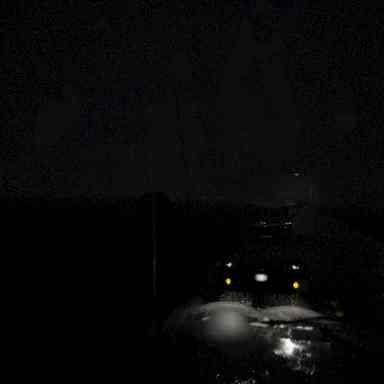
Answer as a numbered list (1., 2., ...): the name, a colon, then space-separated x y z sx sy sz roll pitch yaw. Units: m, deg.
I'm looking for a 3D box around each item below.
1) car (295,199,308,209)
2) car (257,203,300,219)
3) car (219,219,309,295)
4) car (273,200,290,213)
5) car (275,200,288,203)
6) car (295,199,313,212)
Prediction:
1. car: 17.425 1.885 53.088 1.837 1.490 4.892 -1 -1 16
2. car: 4.953 1.641 19.494 2.128 1.511 4.902 -1 -1 16
3. car: 2.024 1.652 9.022 1.994 1.385 4.181 -1 -1 16
4. car: 11.181 1.783 41.487 1.882 1.535 5.008 -1 -1 16
5. car: 7.609 1.734 28.931 1.812 1.442 4.674 -1 -1 16
6. car: 14.684 1.786 43.297 1.837 1.490 4.892 -1 -1 16
